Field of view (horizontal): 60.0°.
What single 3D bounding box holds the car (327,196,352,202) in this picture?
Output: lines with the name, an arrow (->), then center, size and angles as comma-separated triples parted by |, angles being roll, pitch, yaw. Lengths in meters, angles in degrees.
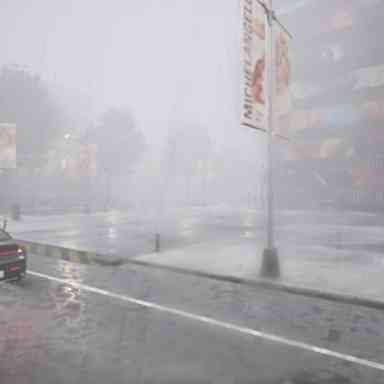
car -> 17.790, 1.319, 39.168 | 2.002, 1.452, 4.674 | 0, 0, 36

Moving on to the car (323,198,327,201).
car -> 21.594, 1.411, 51.468 | 2.161, 1.482, 4.786 | 0, 0, 36

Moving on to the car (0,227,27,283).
car -> -6.059, 1.499, 8.400 | 4.892, 1.490, 1.837 | 0, 0, 36
